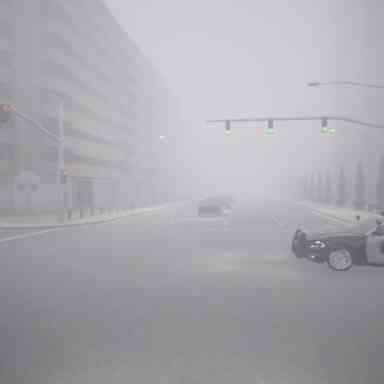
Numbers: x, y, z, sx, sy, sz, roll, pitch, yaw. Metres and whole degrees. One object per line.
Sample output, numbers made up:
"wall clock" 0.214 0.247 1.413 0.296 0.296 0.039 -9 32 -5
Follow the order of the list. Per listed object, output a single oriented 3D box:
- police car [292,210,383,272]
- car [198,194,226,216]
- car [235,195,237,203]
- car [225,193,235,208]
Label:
"police car" 5.644 1.351 9.606 5.238 1.638 1.930 0 0 10
"car" 1.734 1.217 29.904 1.882 1.535 5.008 0 0 10
"car" 5.798 0.909 51.911 2.097 1.767 4.553 0 0 11
"car" 3.605 1.146 40.158 2.128 1.511 4.902 0 0 11
